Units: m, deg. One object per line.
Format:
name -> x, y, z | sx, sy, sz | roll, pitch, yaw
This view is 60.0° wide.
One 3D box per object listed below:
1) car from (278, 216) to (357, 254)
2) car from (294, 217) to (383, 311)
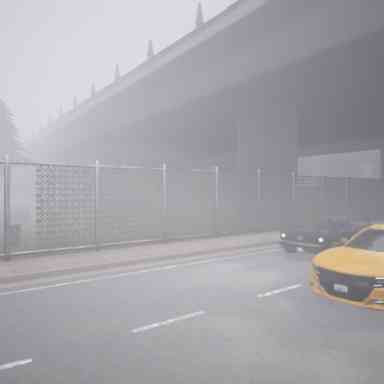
car -> 5.366, 1.601, 12.388 | 4.718, 1.301, 1.895 | 0, 0, -37
car -> 4.694, 1.477, 7.524 | 5.008, 1.535, 1.882 | 0, 0, -37
